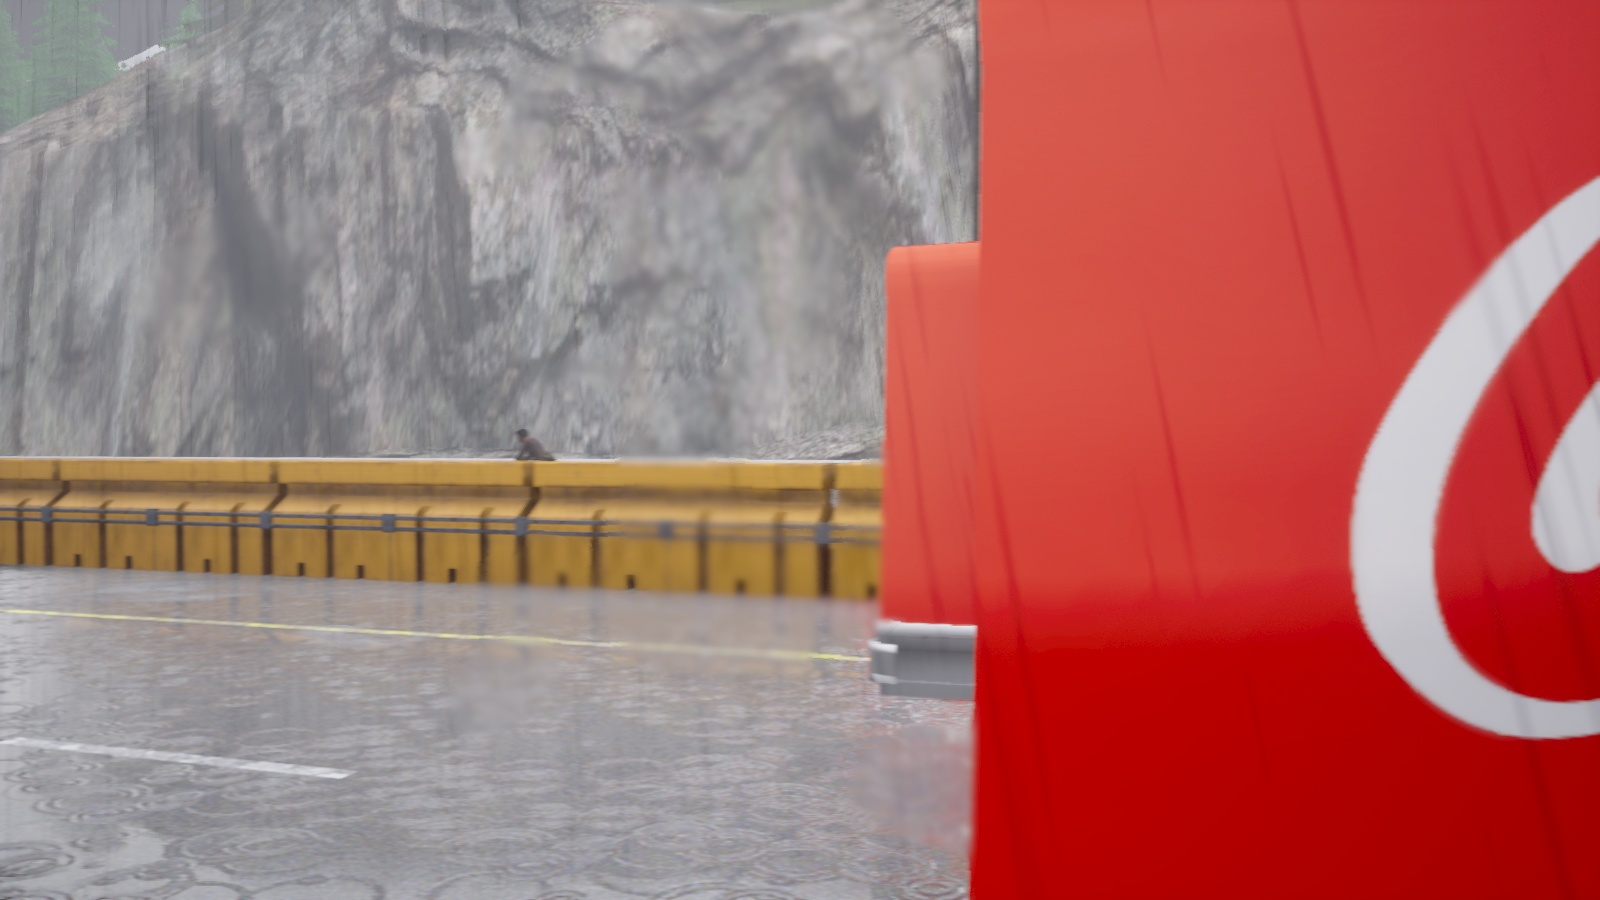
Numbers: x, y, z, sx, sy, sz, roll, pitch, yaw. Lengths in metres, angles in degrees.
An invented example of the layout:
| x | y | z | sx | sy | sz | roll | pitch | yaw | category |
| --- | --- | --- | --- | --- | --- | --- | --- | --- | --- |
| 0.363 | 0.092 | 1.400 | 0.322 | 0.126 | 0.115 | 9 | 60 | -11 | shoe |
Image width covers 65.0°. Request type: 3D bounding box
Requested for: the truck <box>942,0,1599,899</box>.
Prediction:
| x | y | z | sx | sy | sz | roll | pitch | yaw | category |
| --- | --- | --- | --- | --- | --- | --- | --- | --- | --- |
| 3.082 | 0.321 | 2.150 | 5.204 | 2.467 | 2.627 | 0 | 1 | 19 | truck |

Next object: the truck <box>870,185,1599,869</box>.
| x | y | z | sx | sy | sz | roll | pitch | yaw | category |
| --- | --- | --- | --- | --- | --- | --- | --- | --- | --- |
| 3.185 | 0.263 | 5.808 | 5.204 | 2.467 | 2.627 | 0 | 1 | 19 | truck |
